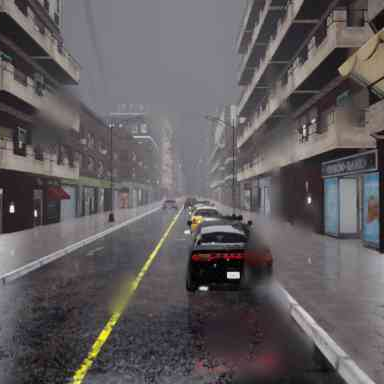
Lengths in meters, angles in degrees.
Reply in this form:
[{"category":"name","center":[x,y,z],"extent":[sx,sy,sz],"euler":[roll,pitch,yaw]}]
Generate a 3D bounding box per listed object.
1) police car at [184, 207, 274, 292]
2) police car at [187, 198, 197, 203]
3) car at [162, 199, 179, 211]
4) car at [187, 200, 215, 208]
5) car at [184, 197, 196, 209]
[{"category":"police car","center":[0.811,1.439,9.133],"extent":[1.930,1.638,5.238],"euler":[0,0,0]},{"category":"police car","center":[0.783,1.493,25.136],"extent":[1.930,1.638,5.238],"euler":[0,0,0]},{"category":"car","center":[-2.824,1.672,43.287],"extent":[1.812,1.442,4.674],"euler":[0,0,0]},{"category":"car","center":[0.793,1.499,19.216],"extent":[1.801,1.575,5.366],"euler":[0,0,0]},{"category":"car","center":[-0.054,1.518,47.594],"extent":[2.097,1.767,4.553],"euler":[0,0,0]}]
